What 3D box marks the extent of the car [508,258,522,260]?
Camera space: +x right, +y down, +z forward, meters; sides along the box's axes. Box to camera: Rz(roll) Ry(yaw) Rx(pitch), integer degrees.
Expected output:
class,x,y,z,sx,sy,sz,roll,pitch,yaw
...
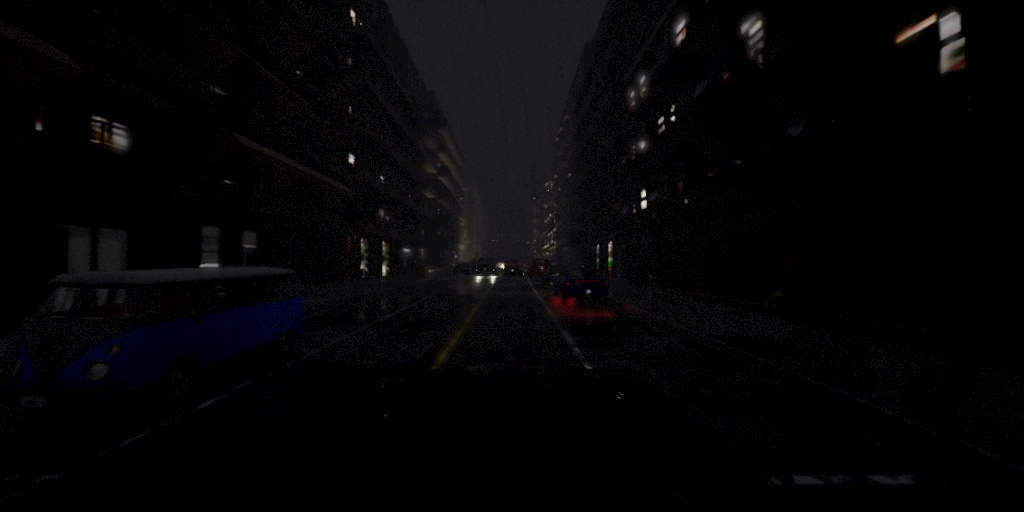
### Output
class,x,y,z,sx,sy,sz,roll,pitch,yaw
car,0.044,1.209,50.247,2.097,1.767,4.553,0,0,0

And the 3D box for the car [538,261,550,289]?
class,x,y,z,sx,sy,sz,roll,pitch,yaw
car,3.021,1.288,23.583,1.837,1.490,4.892,0,0,0

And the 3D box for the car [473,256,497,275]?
class,x,y,z,sx,sy,sz,roll,pitch,yaw
car,-2.843,1.048,40.722,2.150,2.045,5.566,0,0,0

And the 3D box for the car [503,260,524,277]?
class,x,y,z,sx,sy,sz,roll,pitch,yaw
car,0.062,1.381,37.346,1.994,1.385,4.181,0,0,0

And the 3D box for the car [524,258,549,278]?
class,x,y,z,sx,sy,sz,roll,pitch,yaw
car,2.535,1.121,33.665,2.192,1.841,5.009,0,0,0

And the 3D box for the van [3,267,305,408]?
class,x,y,z,sx,sy,sz,roll,pitch,yaw
van,-5.315,1.095,6.073,1.690,1.789,3.998,0,0,0

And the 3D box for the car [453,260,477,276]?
class,x,y,z,sx,sy,sz,roll,pitch,yaw
car,-5.312,1.388,39.256,1.948,1.339,4.313,0,0,0

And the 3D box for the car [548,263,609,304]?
class,x,y,z,sx,sy,sz,roll,pitch,yaw
car,3.015,1.248,16.581,1.882,1.535,5.008,0,0,0

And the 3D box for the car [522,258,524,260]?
class,x,y,z,sx,sy,sz,roll,pitch,yaw
car,2.536,1.279,44.727,1.967,1.591,4.097,0,0,0
